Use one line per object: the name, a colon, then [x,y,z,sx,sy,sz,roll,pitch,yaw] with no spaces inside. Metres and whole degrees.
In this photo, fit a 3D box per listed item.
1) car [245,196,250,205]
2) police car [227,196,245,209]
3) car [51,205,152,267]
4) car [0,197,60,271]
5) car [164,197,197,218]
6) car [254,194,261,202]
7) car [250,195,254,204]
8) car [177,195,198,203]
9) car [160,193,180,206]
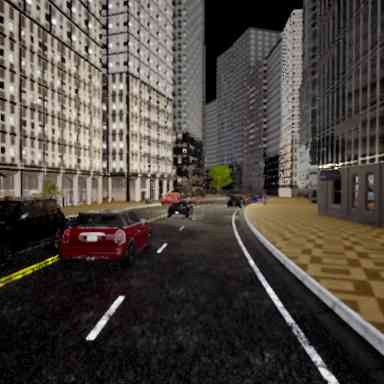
car: [8.314,1.549,56.661,1.837,1.490,4.892,0,0,15]
police car: [6.093,1.457,47.278,1.930,1.638,5.238,0,0,12]
car: [-2.738,1.344,11.607,2.097,1.767,4.553,0,0,3]
car: [-6.243,1.204,11.191,2.150,2.045,5.566,0,0,3]
car: [-0.953,1.501,30.536,1.837,1.490,4.892,0,0,8]
car: [14.661,1.508,80.140,1.882,1.535,5.008,0,0,19]
car: [9.853,1.530,62.309,1.882,1.535,5.008,0,0,16]
car: [-0.449,1.591,52.390,1.895,1.301,4.718,0,0,13]
car: [-3.376,1.190,54.111,2.150,2.045,5.566,0,0,14]
